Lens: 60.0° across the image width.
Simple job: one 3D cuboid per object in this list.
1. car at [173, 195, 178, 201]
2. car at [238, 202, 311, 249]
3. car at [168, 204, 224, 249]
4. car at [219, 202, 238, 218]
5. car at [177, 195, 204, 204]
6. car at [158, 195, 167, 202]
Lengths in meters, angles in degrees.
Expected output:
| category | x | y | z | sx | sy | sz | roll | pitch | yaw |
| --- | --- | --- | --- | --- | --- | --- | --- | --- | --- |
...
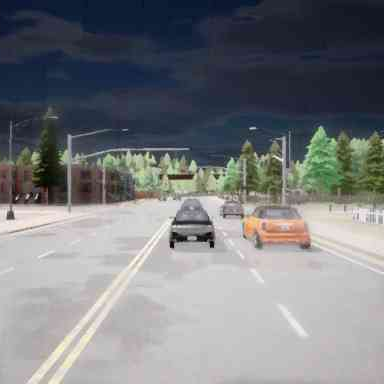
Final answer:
| category | x | y | z | sx | sy | sz | roll | pitch | yaw |
| --- | --- | --- | --- | --- | --- | --- | --- | --- | --- |
| car | -3.500 | 1.503 | 79.033 | 1.994 | 1.385 | 4.181 | 0 | 0 | 0 |
| car | 3.500 | 1.365 | 14.620 | 2.097 | 1.767 | 4.553 | 0 | 0 | 0 |
| car | 0.000 | 1.494 | 14.650 | 2.128 | 1.511 | 4.902 | 0 | 0 | 0 |
| car | 3.500 | 1.562 | 29.650 | 2.033 | 1.411 | 5.357 | 0 | 0 | 0 |
| car | 0.000 | 1.365 | 29.620 | 2.097 | 1.767 | 4.553 | 0 | 0 | 0 |
| car | -7.000 | 1.475 | 79.035 | 2.128 | 1.511 | 4.902 | 0 | 0 | 0 |
